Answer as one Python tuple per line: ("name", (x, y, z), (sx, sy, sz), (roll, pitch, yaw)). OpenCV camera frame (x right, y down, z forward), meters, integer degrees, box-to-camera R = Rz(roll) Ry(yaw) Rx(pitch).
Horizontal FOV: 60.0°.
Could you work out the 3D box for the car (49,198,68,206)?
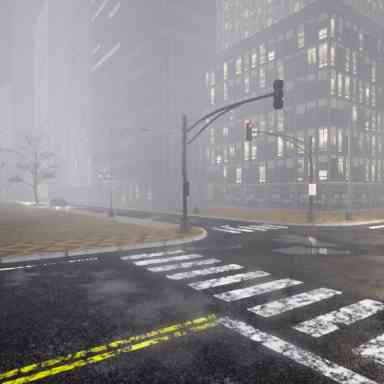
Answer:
("car", (-21.749, 1.607, 54.191), (1.895, 1.301, 4.718), (0, 0, -35))
